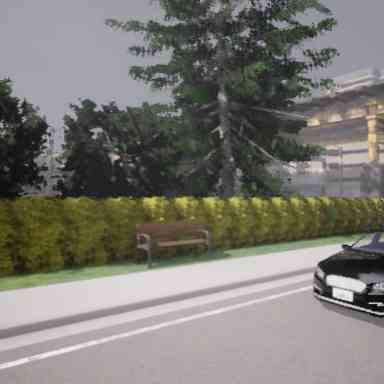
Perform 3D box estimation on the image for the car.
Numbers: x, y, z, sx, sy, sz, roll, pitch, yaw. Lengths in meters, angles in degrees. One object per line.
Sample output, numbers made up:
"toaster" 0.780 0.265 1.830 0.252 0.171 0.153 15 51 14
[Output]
"car" 4.671 1.585 7.332 4.902 1.511 2.128 1 0 -36
